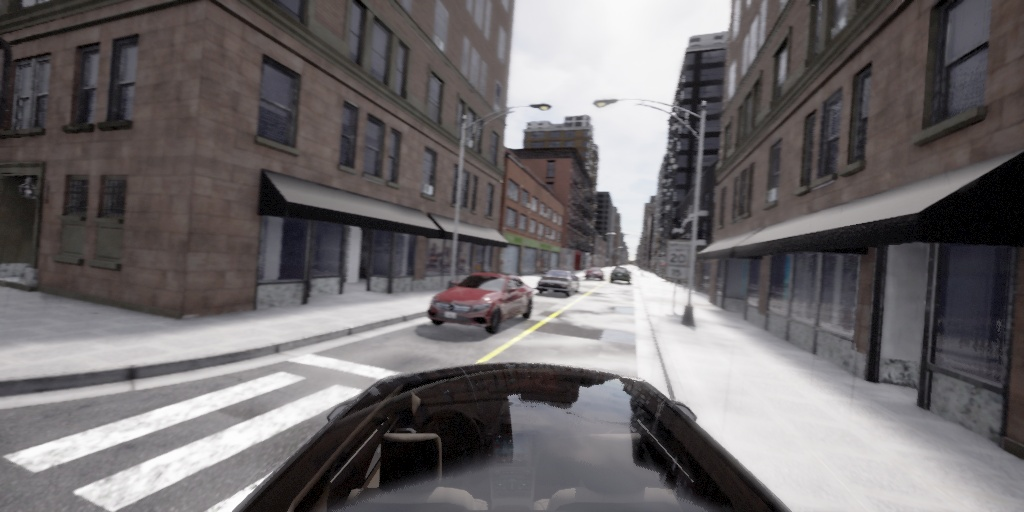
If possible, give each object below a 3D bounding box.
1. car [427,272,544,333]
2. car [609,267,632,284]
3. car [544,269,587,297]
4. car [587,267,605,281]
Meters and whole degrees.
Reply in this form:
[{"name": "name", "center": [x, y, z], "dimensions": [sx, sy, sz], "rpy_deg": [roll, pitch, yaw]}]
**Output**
[{"name": "car", "center": [-0.666, 1.223, 10.828], "dimensions": [1.812, 1.442, 4.674], "rpy_deg": [4, 0, 20]}, {"name": "car", "center": [11.704, 1.984, 38.564], "dimensions": [2.097, 1.767, 4.553], "rpy_deg": [4, 0, 19]}, {"name": "car", "center": [2.926, 1.515, 21.553], "dimensions": [2.033, 1.411, 5.357], "rpy_deg": [4, 0, 19]}, {"name": "car", "center": [9.380, 1.986, 40.581], "dimensions": [1.812, 1.442, 4.674], "rpy_deg": [4, 0, 19]}]
